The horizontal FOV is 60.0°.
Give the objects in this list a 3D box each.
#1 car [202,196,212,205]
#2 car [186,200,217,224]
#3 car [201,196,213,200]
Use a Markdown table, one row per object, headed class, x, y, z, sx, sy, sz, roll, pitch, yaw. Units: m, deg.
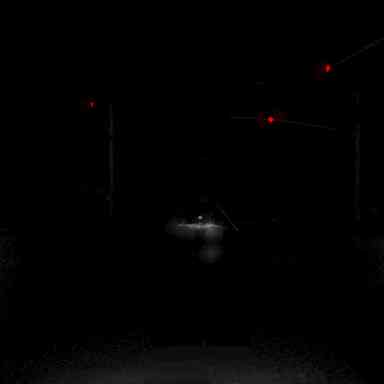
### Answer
| class | x | y | z | sx | sy | sz | roll | pitch | yaw |
| --- | --- | --- | --- | --- | --- | --- | --- | --- | --- |
| car | 2.760 | 1.471 | 60.140 | 1.837 | 1.490 | 4.892 | 0 | -1 | 3 |
| car | 0.764 | 1.529 | 24.133 | 1.994 | 1.385 | 4.181 | 0 | 0 | 7 |
| car | 1.775 | 1.490 | 40.429 | 1.812 | 1.442 | 4.674 | 0 | 0 | 3 |
